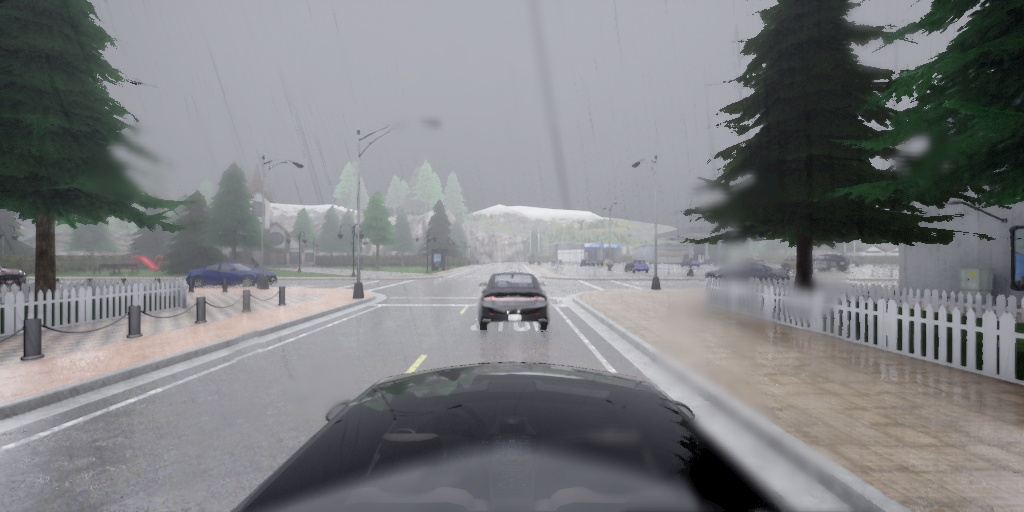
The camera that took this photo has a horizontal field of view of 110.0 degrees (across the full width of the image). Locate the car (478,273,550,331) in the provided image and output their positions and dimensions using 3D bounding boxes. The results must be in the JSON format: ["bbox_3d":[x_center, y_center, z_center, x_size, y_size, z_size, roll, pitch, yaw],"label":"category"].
[{"bbox_3d":[0.014,1.246,10.942,2.128,1.511,4.902,0,0,-1],"label":"car"}]

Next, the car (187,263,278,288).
[{"bbox_3d":[-17.763,1.220,22.929,5.008,1.535,1.882,0,0,0],"label":"car"}]

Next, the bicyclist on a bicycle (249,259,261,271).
[{"bbox_3d":[-21.850,1.045,30.445,0.582,1.620,1.656,0,0,0],"label":"bicyclist on a bicycle"}]

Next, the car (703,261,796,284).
[{"bbox_3d":[17.199,1.291,26.360,5.357,1.411,2.033,0,0,0],"label":"car"}]

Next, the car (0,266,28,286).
[{"bbox_3d":[-34.449,1.093,23.067,4.553,1.767,2.097,0,0,1],"label":"car"}]
